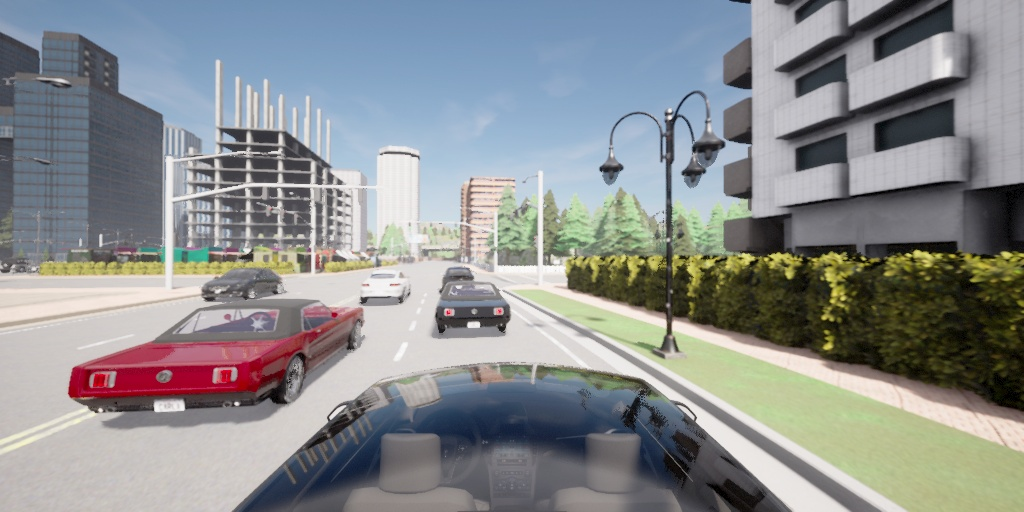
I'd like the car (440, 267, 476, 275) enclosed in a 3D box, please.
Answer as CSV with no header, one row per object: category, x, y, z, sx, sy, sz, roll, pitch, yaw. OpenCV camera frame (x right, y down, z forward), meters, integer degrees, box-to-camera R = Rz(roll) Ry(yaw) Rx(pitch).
car,-3.235,1.390,21.526,1.837,1.490,4.892,0,0,-11

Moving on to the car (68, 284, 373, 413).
car,-4.067,1.380,6.179,1.895,1.301,4.718,0,0,-7

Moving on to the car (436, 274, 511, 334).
car,-1.288,1.414,11.002,1.895,1.301,4.718,0,0,-9

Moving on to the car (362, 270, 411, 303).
car,-5.983,1.380,17.280,1.812,1.442,4.674,0,0,-10

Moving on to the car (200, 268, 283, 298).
car,-13.354,1.365,18.091,1.837,1.490,4.892,0,-1,-11
